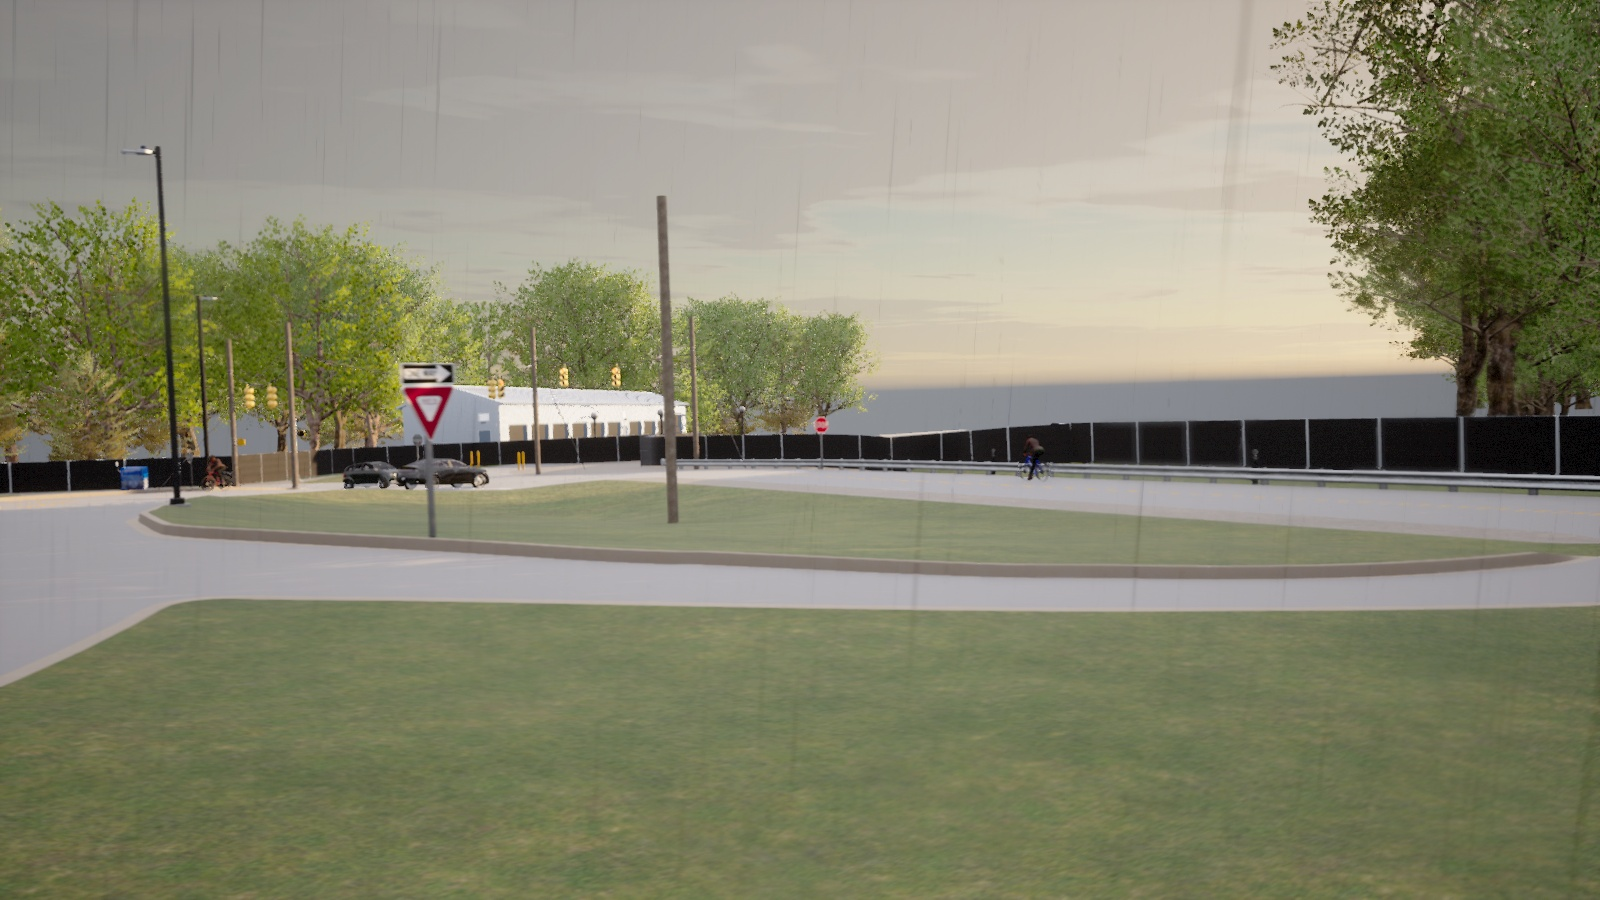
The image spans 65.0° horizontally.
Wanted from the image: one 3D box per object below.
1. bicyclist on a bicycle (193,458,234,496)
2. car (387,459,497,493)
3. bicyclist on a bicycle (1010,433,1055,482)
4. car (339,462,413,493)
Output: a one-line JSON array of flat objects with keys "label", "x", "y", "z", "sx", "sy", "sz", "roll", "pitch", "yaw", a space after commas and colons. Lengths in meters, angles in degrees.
[{"label": "bicyclist on a bicycle", "x": -25.924, "y": 1.169, "z": 55.515, "sx": 0.582, "sy": 1.620, "sz": 1.656, "roll": -1, "pitch": 0, "yaw": 20}, {"label": "car", "x": -17.412, "y": 1.225, "z": 61.274, "sx": 2.128, "sy": 1.511, "sz": 4.902, "roll": -1, "pitch": 0, "yaw": 34}, {"label": "bicyclist on a bicycle", "x": 7.852, "y": 0.248, "z": 42.464, "sx": 0.582, "sy": 1.620, "sz": 1.656, "roll": -3, "pitch": 1, "yaw": -25}, {"label": "car", "x": -24.275, "y": 1.578, "z": 71.851, "sx": 3.705, "sy": 1.549, "sz": 1.789, "roll": -3, "pitch": 2, "yaw": 24}]
